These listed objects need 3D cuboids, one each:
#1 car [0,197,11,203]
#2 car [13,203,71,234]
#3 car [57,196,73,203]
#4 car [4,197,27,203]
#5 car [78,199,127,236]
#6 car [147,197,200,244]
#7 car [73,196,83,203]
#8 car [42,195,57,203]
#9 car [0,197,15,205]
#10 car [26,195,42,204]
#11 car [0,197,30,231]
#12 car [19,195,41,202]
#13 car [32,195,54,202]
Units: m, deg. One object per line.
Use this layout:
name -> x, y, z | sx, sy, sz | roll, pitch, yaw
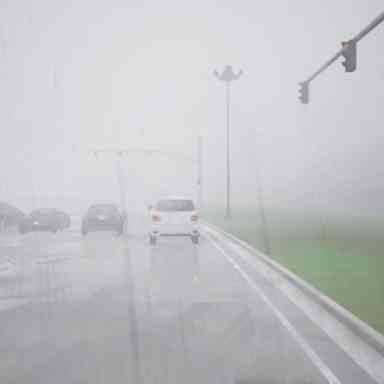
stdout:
car -> -40.294, 1.675, 69.416 | 4.718, 1.301, 1.895 | 0, 0, 21
car -> -8.458, 1.597, 19.457 | 1.994, 1.385, 4.181 | 0, 0, -8
car -> -27.985, 1.613, 70.077 | 4.892, 1.490, 1.837 | 0, 0, 35
car -> -38.355, 1.665, 72.375 | 4.718, 1.301, 1.895 | 0, 0, 25
car -> -4.867, 1.378, 18.997 | 2.097, 1.767, 4.553 | 0, 0, -7
car -> -0.955, 1.238, 16.126 | 2.150, 2.045, 5.566 | 0, 0, -6
car -> -26.160, 1.652, 73.089 | 5.357, 1.411, 2.033 | 0, 0, 35
car -> -29.987, 1.667, 67.212 | 4.181, 1.385, 1.994 | 0, 0, 35
car -> -36.123, 1.661, 63.038 | 5.357, 1.411, 2.033 | 0, 0, 32
car -> -31.522, 1.614, 63.985 | 4.892, 1.490, 1.837 | 0, 0, 39
car -> -12.176, 1.393, 20.736 | 2.097, 1.767, 4.553 | 0, 0, -8
car -> -36.767, 1.539, 75.495 | 5.008, 1.535, 1.882 | 0, 0, 25
car -> -35.205, 1.531, 78.627 | 5.008, 1.535, 1.882 | 0, 0, 25
